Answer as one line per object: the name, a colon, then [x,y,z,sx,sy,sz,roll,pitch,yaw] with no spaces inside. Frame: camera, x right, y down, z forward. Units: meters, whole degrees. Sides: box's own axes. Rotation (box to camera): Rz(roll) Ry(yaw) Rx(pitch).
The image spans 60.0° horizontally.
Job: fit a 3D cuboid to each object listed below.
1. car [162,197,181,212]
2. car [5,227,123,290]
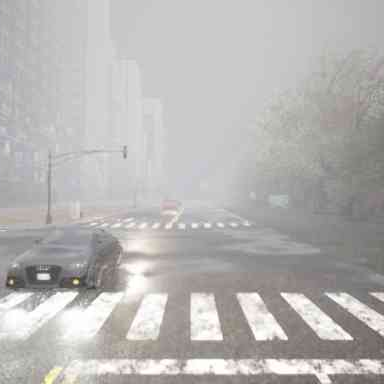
car: [-3.253,1.956,50.240,2.150,2.045,5.566,0,1,0]
car: [-3.250,1.682,9.266,1.994,1.385,4.181,0,-1,0]
